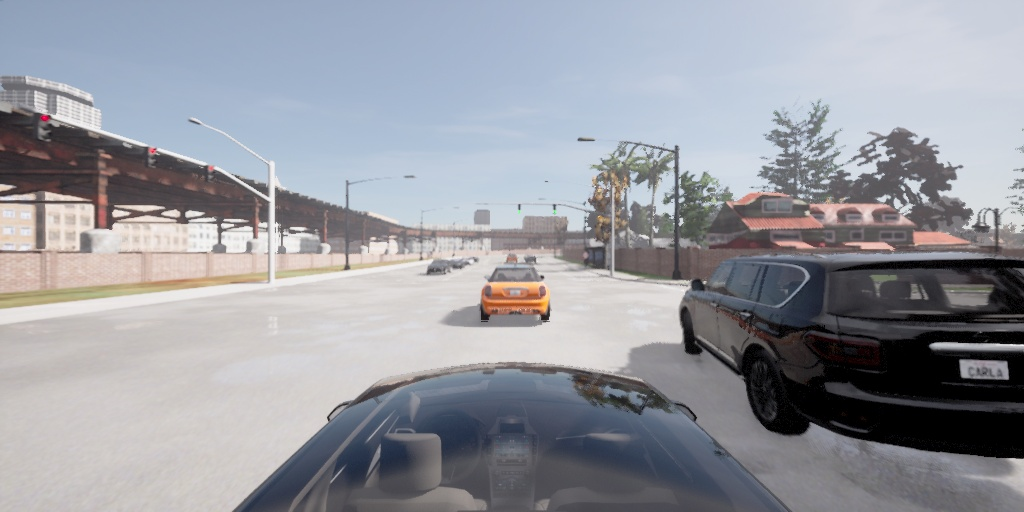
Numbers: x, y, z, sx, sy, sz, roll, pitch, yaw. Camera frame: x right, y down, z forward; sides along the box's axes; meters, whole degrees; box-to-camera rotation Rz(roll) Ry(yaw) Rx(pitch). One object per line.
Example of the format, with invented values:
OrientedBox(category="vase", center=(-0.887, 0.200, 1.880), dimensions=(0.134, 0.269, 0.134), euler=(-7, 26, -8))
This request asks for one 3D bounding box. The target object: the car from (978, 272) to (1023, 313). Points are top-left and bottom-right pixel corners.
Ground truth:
OrientedBox(category="car", center=(19.891, 1.292, 12.744), dimensions=(4.181, 1.385, 1.994), euler=(0, 0, -1))

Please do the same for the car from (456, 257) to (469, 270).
OrientedBox(category="car", center=(-7.034, 0.969, 44.781), dimensions=(1.994, 1.385, 4.181), euler=(0, 1, 1))

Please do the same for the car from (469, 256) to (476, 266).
OrientedBox(category="car", center=(-7.006, 0.823, 54.746), dimensions=(1.895, 1.301, 4.718), euler=(0, 1, 0))

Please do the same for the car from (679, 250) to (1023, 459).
OrientedBox(category="car", center=(4.222, 0.958, 5.397), dimensions=(2.150, 2.045, 5.566), euler=(-1, 0, 12))

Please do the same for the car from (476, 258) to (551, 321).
OrientedBox(category="car", center=(0.097, 1.063, 12.386), dimensions=(2.097, 1.767, 4.553), euler=(0, 0, 0))

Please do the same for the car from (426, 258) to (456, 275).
OrientedBox(category="car", center=(-7.094, 1.040, 35.435), dimensions=(1.837, 1.490, 4.892), euler=(0, 1, 0))
